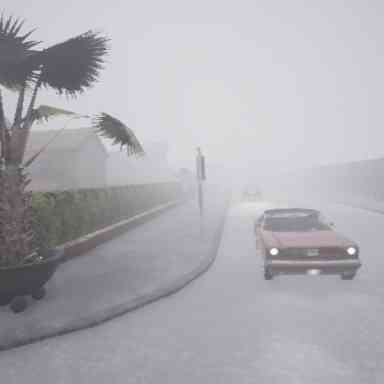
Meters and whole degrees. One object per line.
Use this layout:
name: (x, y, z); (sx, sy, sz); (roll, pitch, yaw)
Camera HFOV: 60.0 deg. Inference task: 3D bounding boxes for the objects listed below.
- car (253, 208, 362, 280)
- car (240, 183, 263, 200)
car: (2.609, 1.135, 8.566); (1.895, 1.301, 4.718); (-2, 2, 8)
car: (5.834, -0.145, 32.826); (2.128, 1.511, 4.902); (-2, 2, 8)
